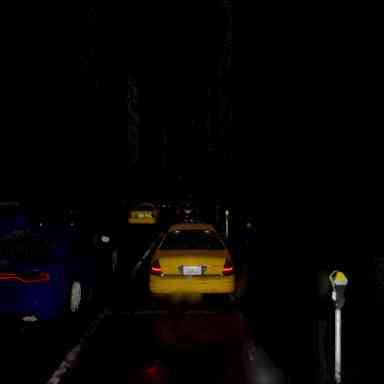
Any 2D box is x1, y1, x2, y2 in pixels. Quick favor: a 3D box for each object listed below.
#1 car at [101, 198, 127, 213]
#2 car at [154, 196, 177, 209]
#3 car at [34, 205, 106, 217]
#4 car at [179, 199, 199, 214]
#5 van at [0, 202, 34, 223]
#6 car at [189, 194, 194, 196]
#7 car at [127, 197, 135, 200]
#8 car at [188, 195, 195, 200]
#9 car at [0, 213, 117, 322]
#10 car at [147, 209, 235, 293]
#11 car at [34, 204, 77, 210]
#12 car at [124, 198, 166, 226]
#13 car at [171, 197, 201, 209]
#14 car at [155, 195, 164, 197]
[{"bbox_3d":[-8.815,1.573,36.483,1.947,1.339,4.313,0,0,0],"label":"car"},{"bbox_3d":[-3.046,1.555,38.377,2.033,1.411,5.357,0,0,0],"label":"car"},{"bbox_3d":[-6.246,1.602,17.446,1.895,1.301,4.718,0,0,0],"label":"car"},{"bbox_3d":[-0.290,1.558,36.484,2.008,1.369,4.403,0,0,0],"label":"car"},{"bbox_3d":[-8.815,1.342,14.478,1.690,1.788,3.998,0,0,0],"label":"van"},{"bbox_3d":[-0.257,1.501,84.576,1.967,1.590,4.097,0,0,0],"label":"car"},{"bbox_3d":[-8.815,1.591,41.985,1.802,1.307,4.206,0,0,0],"label":"car"},{"bbox_3d":[-0.237,1.636,95.394,2.008,1.369,4.403,0,0,0],"label":"car"},{"bbox_3d":[-3.045,1.478,7.435,1.882,1.535,5.008,0,0,0],"label":"car"},{"bbox_3d":[0.005,1.457,8.840,1.801,1.575,5.366,0,0,0],"label":"car"},{"bbox_3d":[-8.815,1.568,19.979,1.947,1.339,4.313,0,0,0],"label":"car"},{"bbox_3d":[-3.145,1.460,23.125,1.801,1.575,5.366,0,0,0],"label":"car"},{"bbox_3d":[-0.290,1.443,25.481,1.967,1.590,4.097,0,0,0],"label":"car"},{"bbox_3d":[-8.782,1.643,84.589,1.802,1.307,4.206,0,0,0],"label":"car"}]
